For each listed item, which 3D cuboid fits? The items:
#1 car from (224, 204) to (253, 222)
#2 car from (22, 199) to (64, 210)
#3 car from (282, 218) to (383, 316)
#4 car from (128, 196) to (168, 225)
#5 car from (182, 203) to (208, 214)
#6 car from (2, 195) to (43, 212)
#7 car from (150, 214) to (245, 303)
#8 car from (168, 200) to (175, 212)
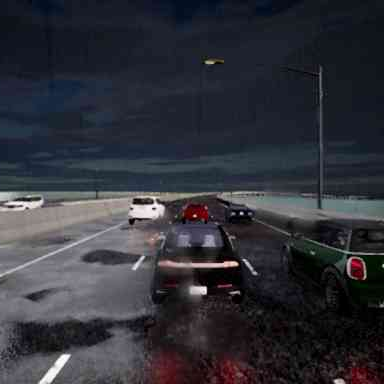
[{"bbox_3d":[3.740,1.670,27.415,2.033,1.411,5.357,0,0,1],"label":"car"},{"bbox_3d":[-13.906,1.691,32.315,2.033,1.411,5.357,0,0,1],"label":"car"},{"bbox_3d":[3.617,1.388,7.770,2.097,1.767,4.553,0,0,0],"label":"car"},{"bbox_3d":[-3.337,1.333,25.289,2.150,2.045,5.566,0,0,1],"label":"car"},{"bbox_3d":[0.234,1.597,26.577,1.882,1.535,5.008,0,0,1],"label":"car"},{"bbox_3d":[-17.373,1.375,34.659,2.150,2.045,5.566,0,0,1],"label":"car"},{"bbox_3d":[0.117,1.530,8.267,2.128,1.511,4.902,0,0,0],"label":"car"},{"bbox_3d":[-3.156,1.729,41.340,2.033,1.411,5.357,0,0,2],"label":"car"}]
